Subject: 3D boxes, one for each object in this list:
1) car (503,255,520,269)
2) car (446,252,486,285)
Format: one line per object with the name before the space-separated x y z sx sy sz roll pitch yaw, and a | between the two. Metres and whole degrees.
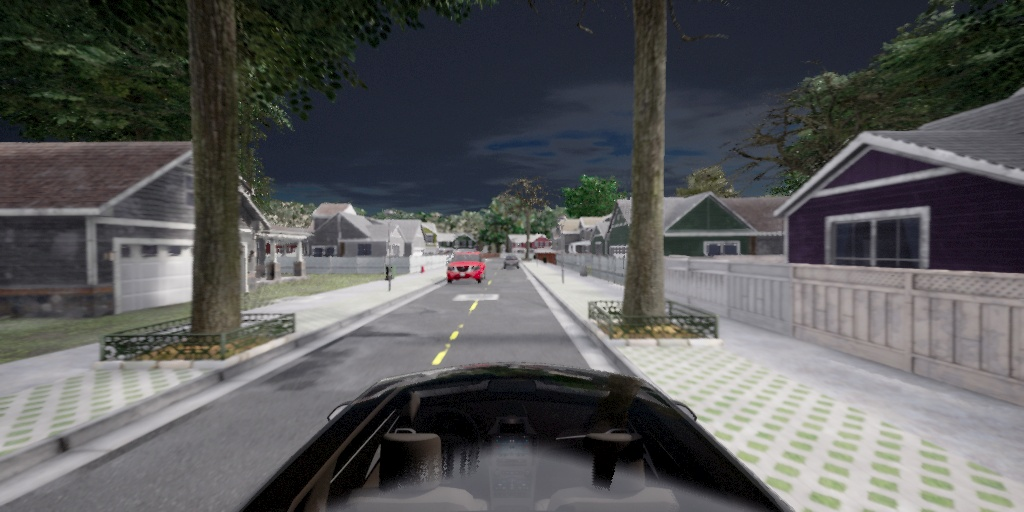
car | -0.087 0.729 44.068 2.128 1.511 4.902 0 1 0
car | -2.945 0.730 24.051 2.150 2.045 5.566 0 0 0
